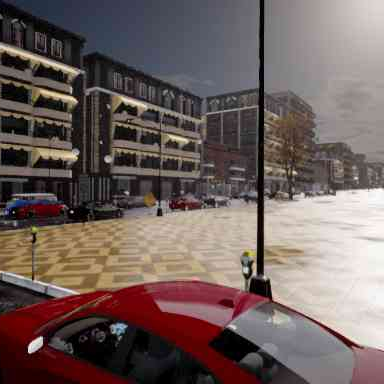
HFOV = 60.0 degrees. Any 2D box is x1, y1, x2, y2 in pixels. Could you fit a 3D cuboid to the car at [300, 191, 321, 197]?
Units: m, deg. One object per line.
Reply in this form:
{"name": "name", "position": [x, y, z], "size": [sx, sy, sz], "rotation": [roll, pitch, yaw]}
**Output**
{"name": "car", "position": [24.854, 0.445, 69.562], "size": [2.008, 1.369, 4.403], "rotation": [2, 2, 35]}

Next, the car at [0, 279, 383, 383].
{"name": "car", "position": [-0.324, 1.544, 3.095], "size": [4.507, 1.381, 1.887], "rotation": [0, 0, 35]}

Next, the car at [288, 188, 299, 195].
{"name": "car", "position": [24.281, -0.030, 83.481], "size": [2.192, 1.841, 5.009], "rotation": [2, 2, 35]}

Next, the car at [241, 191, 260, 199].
{"name": "car", "position": [11.536, 0.525, 65.009], "size": [1.752, 1.417, 4.829], "rotation": [2, 2, 35]}

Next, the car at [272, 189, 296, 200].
{"name": "car", "position": [15.465, 0.675, 55.948], "size": [1.752, 1.417, 4.829], "rotation": [2, 2, 35]}

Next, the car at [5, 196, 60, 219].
{"name": "car", "position": [-12.069, 1.294, 26.245], "size": [1.994, 1.385, 4.181], "rotation": [1, 1, 34]}

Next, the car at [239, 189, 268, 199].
{"name": "car", "position": [9.774, 0.717, 52.278], "size": [2.128, 1.511, 4.902], "rotation": [1, 1, 35]}

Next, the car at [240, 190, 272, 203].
{"name": "car", "position": [9.044, 0.876, 46.639], "size": [2.008, 1.369, 4.403], "rotation": [2, 2, 35]}

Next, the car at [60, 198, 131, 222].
{"name": "car", "position": [-6.765, 1.329, 23.719], "size": [1.947, 1.339, 4.313], "rotation": [2, 2, 35]}

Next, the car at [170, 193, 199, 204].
{"name": "car", "position": [-1.016, 0.909, 46.813], "size": [1.947, 1.339, 4.313], "rotation": [2, 2, 35]}

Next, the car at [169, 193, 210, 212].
{"name": "car", "position": [-0.442, 1.132, 32.886], "size": [1.887, 1.381, 4.507], "rotation": [2, 2, 35]}

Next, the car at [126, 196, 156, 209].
{"name": "car", "position": [-6.053, 1.110, 34.969], "size": [2.033, 1.411, 5.357], "rotation": [1, 1, 34]}

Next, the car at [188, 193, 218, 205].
{"name": "car", "position": [1.577, 0.879, 45.993], "size": [1.812, 1.442, 4.674], "rotation": [1, 2, 35]}

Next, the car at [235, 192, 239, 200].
{"name": "car", "position": [8.470, 0.649, 60.567], "size": [1.947, 1.339, 4.313], "rotation": [2, 2, 35]}

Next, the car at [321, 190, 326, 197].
{"name": "car", "position": [28.015, 0.360, 74.145], "size": [2.008, 1.369, 4.403], "rotation": [2, 2, 35]}

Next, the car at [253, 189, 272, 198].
{"name": "car", "position": [14.797, 0.226, 69.729], "size": [2.192, 1.841, 5.009], "rotation": [2, 2, 35]}

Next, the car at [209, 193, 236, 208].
{"name": "car", "position": [2.720, 1.050, 37.470], "size": [2.008, 1.369, 4.403], "rotation": [2, 2, 35]}

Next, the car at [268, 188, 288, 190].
{"name": "car", "position": [15.670, 0.569, 60.835], "size": [1.837, 1.490, 4.892], "rotation": [1, 1, 35]}

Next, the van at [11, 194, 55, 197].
{"name": "van", "position": [-13.661, 1.035, 28.471], "size": [1.690, 1.788, 3.998], "rotation": [2, 2, 35]}

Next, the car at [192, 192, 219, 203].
{"name": "car", "position": [2.146, 0.807, 51.397], "size": [2.008, 1.369, 4.403], "rotation": [2, 2, 35]}

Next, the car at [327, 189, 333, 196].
{"name": "car", "position": [34.340, 0.078, 83.311], "size": [1.967, 1.590, 4.097], "rotation": [2, 2, 35]}

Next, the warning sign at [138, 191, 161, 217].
{"name": "warning sign", "position": [-3.150, 0.851, 24.811], "size": [1.300, 1.860, 1.060], "rotation": [-1, 0, 35]}
